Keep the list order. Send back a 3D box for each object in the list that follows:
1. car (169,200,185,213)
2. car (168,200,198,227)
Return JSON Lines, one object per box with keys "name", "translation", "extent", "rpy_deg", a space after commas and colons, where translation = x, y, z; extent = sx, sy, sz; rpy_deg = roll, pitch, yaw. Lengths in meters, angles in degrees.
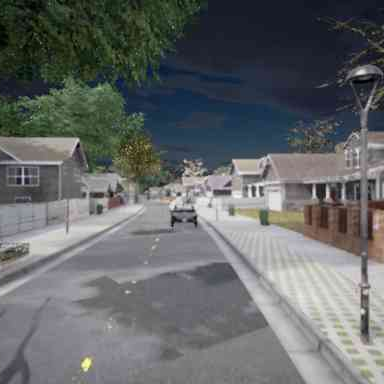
{"name": "car", "translation": [-1.889, 1.771, 41.836], "extent": [1.812, 1.442, 4.674], "rpy_deg": [0, 0, -5]}
{"name": "car", "translation": [-0.606, 1.617, 24.076], "extent": [2.128, 1.511, 4.902], "rpy_deg": [0, 0, -3]}
